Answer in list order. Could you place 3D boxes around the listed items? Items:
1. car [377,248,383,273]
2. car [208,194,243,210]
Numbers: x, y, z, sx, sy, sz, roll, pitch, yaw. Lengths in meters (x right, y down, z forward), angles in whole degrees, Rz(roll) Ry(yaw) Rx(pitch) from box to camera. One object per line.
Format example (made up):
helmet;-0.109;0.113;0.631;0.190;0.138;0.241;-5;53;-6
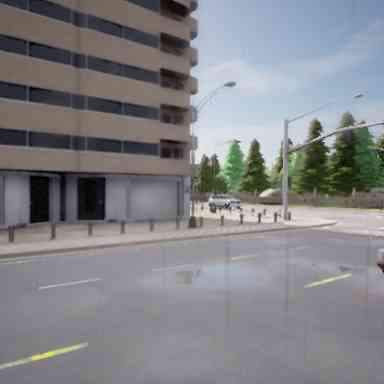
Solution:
car;6.903;1.620;8.710;4.718;1.301;1.895;0;0;-35
car;4.561;1.332;46.008;2.150;2.045;5.566;0;0;-36
